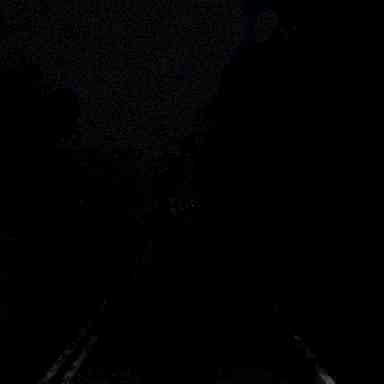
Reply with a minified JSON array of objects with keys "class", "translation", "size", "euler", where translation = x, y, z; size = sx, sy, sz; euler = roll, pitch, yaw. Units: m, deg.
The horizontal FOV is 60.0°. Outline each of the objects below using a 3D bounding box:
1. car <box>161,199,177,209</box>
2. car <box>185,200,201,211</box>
[{"class":"car","translation":[-3.188,1.701,47.170],"size":[1.994,1.385,4.181],"euler":[0,0,1]},{"class":"car","translation":[0.146,1.651,41.468],"size":[2.033,1.411,5.357],"euler":[0,0,0]}]
